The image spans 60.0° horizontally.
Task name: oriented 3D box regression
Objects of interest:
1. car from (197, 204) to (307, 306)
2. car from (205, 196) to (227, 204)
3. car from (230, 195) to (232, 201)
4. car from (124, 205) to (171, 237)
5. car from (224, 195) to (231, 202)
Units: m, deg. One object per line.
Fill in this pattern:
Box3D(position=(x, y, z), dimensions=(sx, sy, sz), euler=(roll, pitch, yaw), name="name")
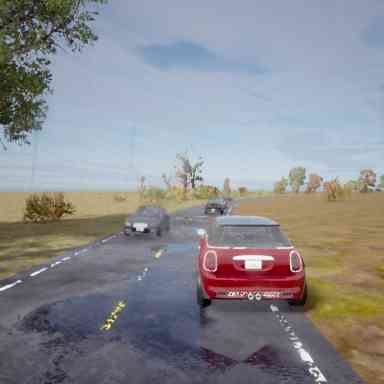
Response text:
Box3D(position=(1.197, 1.351, 8.221), dimensions=(2.097, 1.767, 4.553), euler=(0, 0, 2), name="car")
Box3D(position=(2.386, 1.494, 34.813), dimensions=(1.837, 1.490, 4.892), euler=(0, 0, 8), name="car")
Box3D(position=(8.333, 1.445, 78.762), dimensions=(1.837, 1.490, 4.892), euler=(0, 0, 16), name="car")
Box3D(position=(-2.271, 1.488, 18.011), dimensions=(2.128, 1.511, 4.902), euler=(0, 0, 4), name="car")
Box3D(position=(3.718, 1.527, 44.896), dimensions=(2.033, 1.411, 5.357), euler=(0, 0, 11), name="car")
